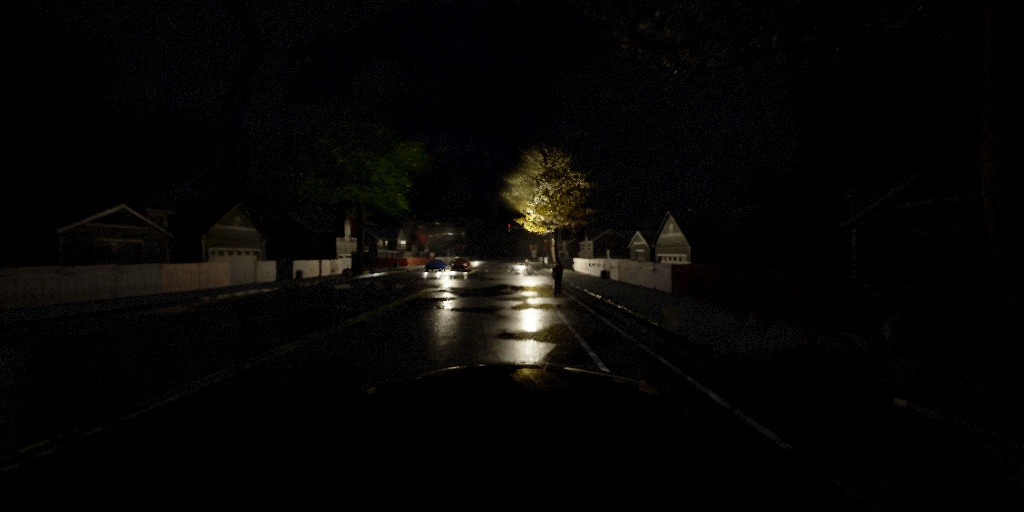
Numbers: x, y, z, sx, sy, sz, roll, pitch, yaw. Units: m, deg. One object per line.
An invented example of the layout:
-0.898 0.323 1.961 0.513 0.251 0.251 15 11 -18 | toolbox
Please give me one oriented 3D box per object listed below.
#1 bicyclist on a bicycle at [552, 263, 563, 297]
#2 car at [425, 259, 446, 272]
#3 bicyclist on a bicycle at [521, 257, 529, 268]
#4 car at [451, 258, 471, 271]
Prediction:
2.237 1.185 17.588 0.582 1.620 1.656 0 0 0 | bicyclist on a bicycle
-9.753 1.175 46.107 1.882 1.535 5.008 0 0 0 | car
2.184 1.123 52.676 0.866 1.612 1.509 0 0 1 | bicyclist on a bicycle
-6.502 1.048 46.299 2.097 1.767 4.553 0 0 0 | car
